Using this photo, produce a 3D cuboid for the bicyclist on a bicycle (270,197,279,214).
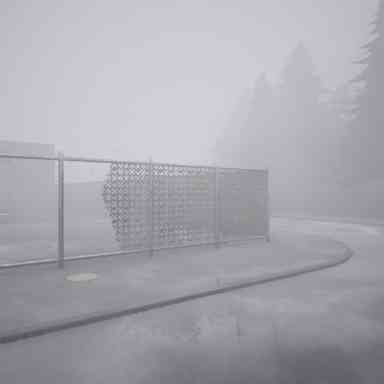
[{"bbox_3d":[7.911,1.349,32.441,1.656,1.620,0.582,0,0,-36],"label":"bicyclist on a bicycle"}]
